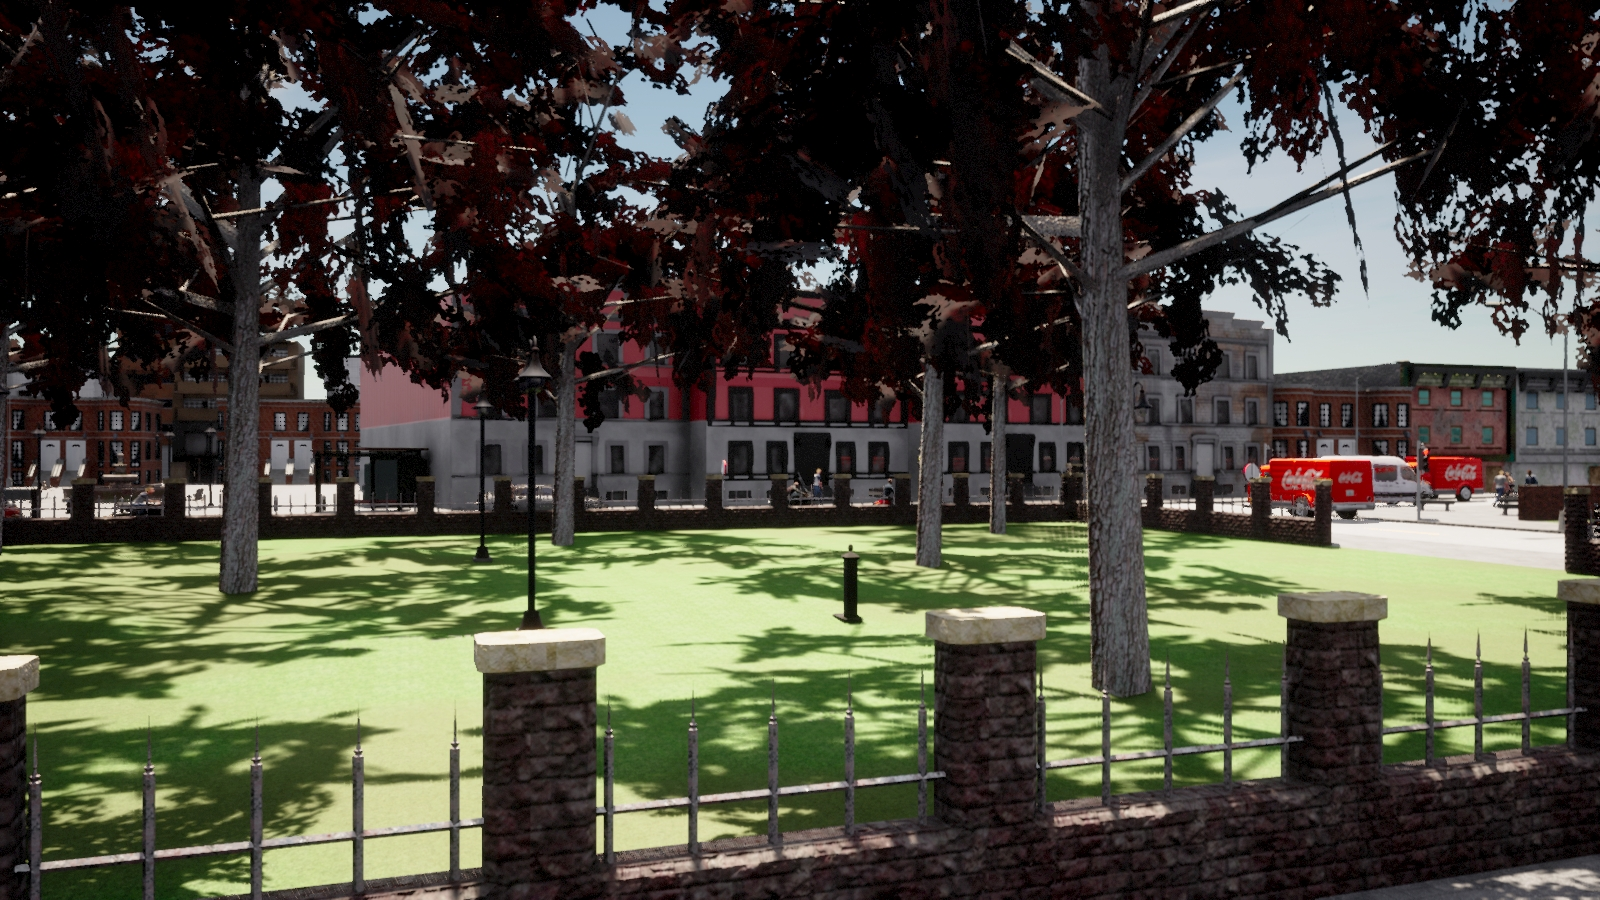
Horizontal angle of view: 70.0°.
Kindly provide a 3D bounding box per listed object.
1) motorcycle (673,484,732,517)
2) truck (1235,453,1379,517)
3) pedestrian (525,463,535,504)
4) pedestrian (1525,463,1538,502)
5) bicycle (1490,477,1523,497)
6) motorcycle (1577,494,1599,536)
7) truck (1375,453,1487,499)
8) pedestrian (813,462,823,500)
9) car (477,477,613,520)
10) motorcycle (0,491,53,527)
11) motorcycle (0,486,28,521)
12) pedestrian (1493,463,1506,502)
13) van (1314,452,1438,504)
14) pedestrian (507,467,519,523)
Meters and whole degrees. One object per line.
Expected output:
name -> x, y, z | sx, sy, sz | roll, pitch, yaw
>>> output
motorcycle -> -3.897, 1.999, 45.683 | 2.209, 1.251, 0.867 | 0, 0, -22
truck -> 20.886, 1.384, 47.357 | 2.627, 2.467, 5.204 | 0, -1, -18
pedestrian -> -12.380, 1.532, 52.361 | 0.375, 1.860, 0.375 | 0, 0, -26
pedestrian -> 35.313, 1.580, 55.174 | 0.375, 1.860, 0.375 | 0, 0, -30
bicycle -> 40.408, 2.110, 65.362 | 1.487, 1.080, 0.859 | -1, 0, -18
motorcycle -> 25.235, 2.029, 35.047 | 0.867, 1.251, 2.209 | 0, 0, -22
truck -> 35.005, 1.414, 63.459 | 5.204, 2.467, 2.627 | 0, 0, -19
pedestrian -> 0.909, 1.547, 57.114 | 0.375, 1.860, 0.375 | 0, 0, -18
car -> -9.822, 1.834, 43.930 | 4.902, 1.511, 2.128 | 0, 0, -19
motorcycle -> -26.338, 1.978, 38.296 | 2.033, 1.145, 0.803 | 1, 0, -19
motorcycle -> -29.219, 1.946, 41.475 | 1.805, 1.236, 0.856 | 0, 0, -19
pedestrian -> 33.744, 1.576, 55.109 | 0.375, 1.860, 0.375 | 0, 0, -23
van -> 29.056, 1.371, 57.650 | 5.915, 2.561, 1.988 | 0, 0, -18
pedestrian -> -9.774, 1.528, 38.891 | 0.375, 1.860, 0.375 | 0, 0, -19
